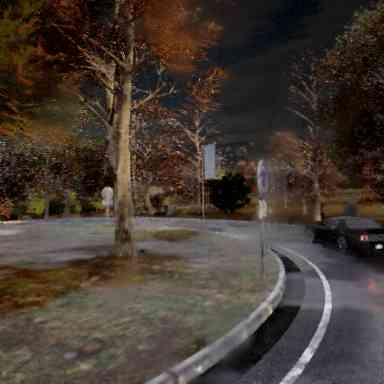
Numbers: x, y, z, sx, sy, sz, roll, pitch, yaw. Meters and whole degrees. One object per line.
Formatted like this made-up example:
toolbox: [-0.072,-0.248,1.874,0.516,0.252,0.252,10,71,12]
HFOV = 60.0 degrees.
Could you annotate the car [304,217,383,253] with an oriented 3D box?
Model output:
car: [6.517,1.699,14.107,1.895,1.301,4.718,-1,-1,-4]
